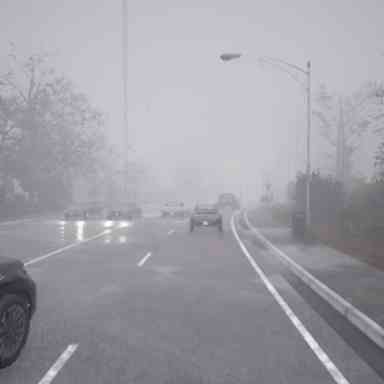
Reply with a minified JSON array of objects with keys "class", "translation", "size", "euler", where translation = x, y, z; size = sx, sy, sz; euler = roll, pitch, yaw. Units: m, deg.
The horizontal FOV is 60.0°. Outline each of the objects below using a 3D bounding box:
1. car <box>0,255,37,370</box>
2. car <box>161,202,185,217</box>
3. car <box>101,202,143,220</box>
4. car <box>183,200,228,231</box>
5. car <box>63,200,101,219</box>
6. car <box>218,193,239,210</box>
[{"class":"car","translation":[-3.367,1.213,2.526],"size":[2.150,2.045,5.566],"euler":[0,0,0]},{"class":"car","translation":[-1.370,1.528,30.265],"size":[1.895,1.301,4.718],"euler":[0,0,9]},{"class":"car","translation":[-5.505,1.494,27.457],"size":[1.994,1.385,4.181],"euler":[0,0,8]},{"class":"car","translation":[0.932,1.446,20.159],"size":[2.128,1.511,4.902],"euler":[0,0,5]},{"class":"car","translation":[-8.963,1.440,28.013],"size":[1.837,1.490,4.892],"euler":[0,0,8]},{"class":"car","translation":[4.561,1.135,41.413],"size":[2.150,2.045,5.566],"euler":[0,0,15]}]
